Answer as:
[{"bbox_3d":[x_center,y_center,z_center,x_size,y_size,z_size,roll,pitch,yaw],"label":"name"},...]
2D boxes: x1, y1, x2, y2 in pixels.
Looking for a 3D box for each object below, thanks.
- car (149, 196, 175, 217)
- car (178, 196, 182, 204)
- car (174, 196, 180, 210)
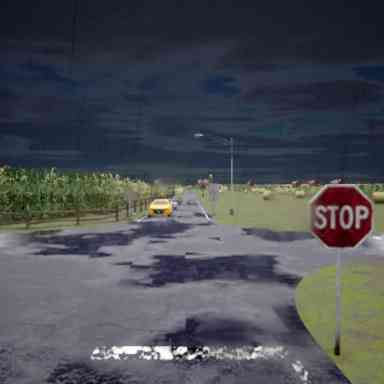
[{"bbox_3d":[-2.884,1.437,31.219,1.882,1.535,5.008,0,0,0],"label":"car"},{"bbox_3d":[-2.903,1.449,60.331,1.994,1.385,4.181,0,0,0],"label":"car"},{"bbox_3d":[-2.906,1.537,42.198,1.895,1.301,4.718,0,0,0],"label":"car"}]
